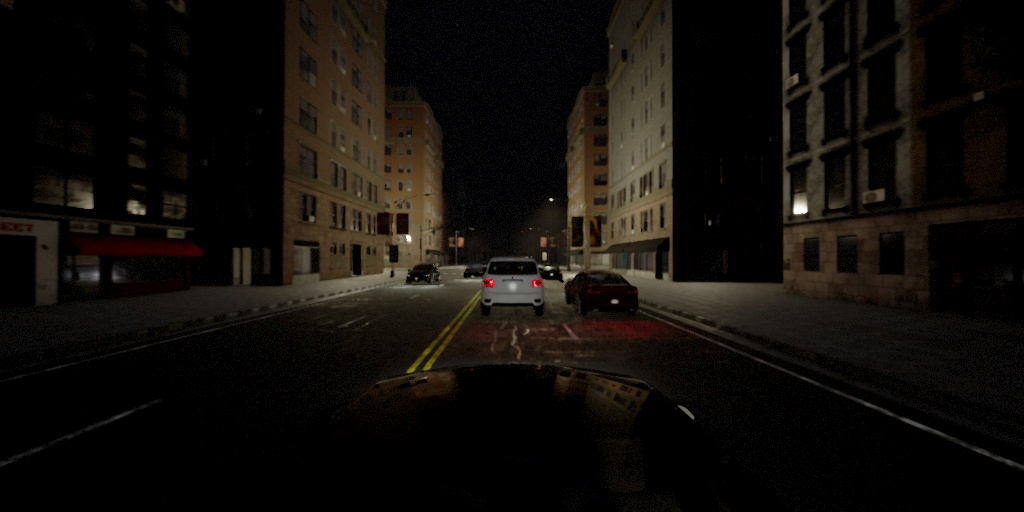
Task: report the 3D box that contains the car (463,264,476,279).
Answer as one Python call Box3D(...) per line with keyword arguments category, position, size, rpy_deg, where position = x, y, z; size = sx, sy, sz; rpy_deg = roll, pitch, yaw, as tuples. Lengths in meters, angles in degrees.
Box3D(category="car", position=(-3.517, 1.458, 34.735), size=(2.033, 1.411, 5.357), rpy_deg=(0, 0, 0))

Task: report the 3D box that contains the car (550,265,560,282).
Box3D(category="car", position=(3.167, 1.469, 30.667), size=(1.994, 1.385, 4.181), rpy_deg=(0, 0, 0))

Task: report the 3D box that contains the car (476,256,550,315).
Box3D(category="car", position=(0.015, 1.037, 14.045), size=(2.150, 2.045, 5.566), rpy_deg=(0, 0, 0))

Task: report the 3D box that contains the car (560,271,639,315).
Box3D(category="car", position=(3.267, 1.298, 13.921), size=(1.882, 1.535, 5.008), rpy_deg=(0, 0, 0))

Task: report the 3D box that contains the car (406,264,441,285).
Box3D(category="car", position=(-6.755, 1.375, 27.733), size=(1.837, 1.490, 4.892), rpy_deg=(0, -1, 0))
